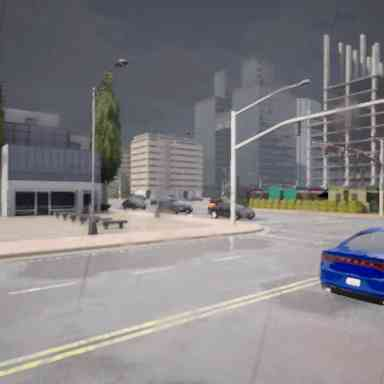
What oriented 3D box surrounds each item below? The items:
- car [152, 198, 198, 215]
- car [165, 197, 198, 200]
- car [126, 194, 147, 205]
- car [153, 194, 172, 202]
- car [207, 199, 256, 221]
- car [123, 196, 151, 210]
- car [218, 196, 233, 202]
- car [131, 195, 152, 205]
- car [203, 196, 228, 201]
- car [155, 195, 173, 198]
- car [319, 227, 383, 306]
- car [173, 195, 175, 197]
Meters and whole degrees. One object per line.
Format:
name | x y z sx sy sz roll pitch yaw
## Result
car | -2.052 1.749 37.753 2.033 1.411 5.357 1 0 -36
car | -1.596 1.761 43.194 1.812 1.442 4.674 1 0 -35
car | -11.786 1.547 69.948 2.150 2.045 5.566 1 0 -35
car | -7.811 1.610 89.030 4.605 1.855 1.932 1 0 -37
car | 3.569 1.697 29.800 1.837 1.490 4.892 1 0 -35
car | -8.011 1.715 46.212 1.837 1.490 4.892 1 0 -35
car | 9.495 1.996 94.944 3.806 1.475 1.970 1 0 -37
car | -8.927 1.603 53.609 2.097 1.767 4.553 1 -1 -35
car | 3.677 1.578 35.720 2.097 1.767 4.553 1 0 -35
car | -6.041 1.665 61.965 2.097 1.767 4.553 1 0 -35
car | 4.959 1.553 7.738 5.008 1.535 1.882 1 0 -38
car | -6.125 1.610 86.676 3.866 1.878 1.905 1 0 -37
